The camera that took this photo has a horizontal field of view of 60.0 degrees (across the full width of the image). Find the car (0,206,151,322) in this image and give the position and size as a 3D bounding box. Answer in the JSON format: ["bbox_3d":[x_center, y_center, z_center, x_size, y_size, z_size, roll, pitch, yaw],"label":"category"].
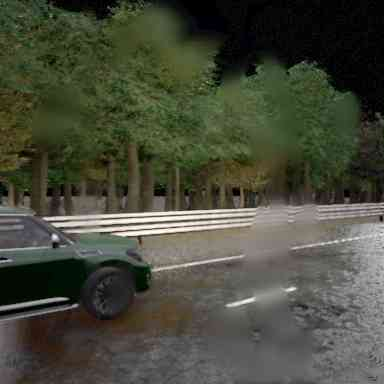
[{"bbox_3d":[-3.448,1.221,5.605,5.566,2.045,2.150,0,0,-36],"label":"car"}]
